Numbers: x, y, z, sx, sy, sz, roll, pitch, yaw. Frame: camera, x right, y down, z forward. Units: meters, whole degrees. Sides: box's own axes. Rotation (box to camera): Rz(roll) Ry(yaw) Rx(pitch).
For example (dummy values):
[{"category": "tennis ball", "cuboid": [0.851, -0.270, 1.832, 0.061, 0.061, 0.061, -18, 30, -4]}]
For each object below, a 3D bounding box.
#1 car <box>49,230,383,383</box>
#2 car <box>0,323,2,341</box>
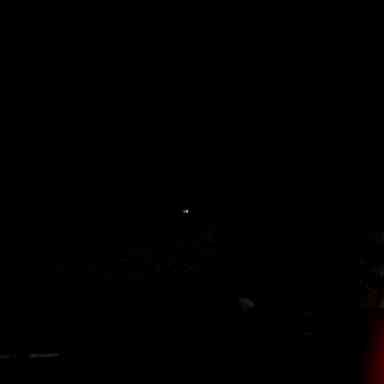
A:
[{"category": "car", "cuboid": [1.154, 1.403, 3.767, 5.009, 1.841, 2.192, 0, -1, -3]}, {"category": "car", "cuboid": [-4.447, 1.644, 3.465, 4.403, 1.369, 2.008, 0, -1, -3]}]
